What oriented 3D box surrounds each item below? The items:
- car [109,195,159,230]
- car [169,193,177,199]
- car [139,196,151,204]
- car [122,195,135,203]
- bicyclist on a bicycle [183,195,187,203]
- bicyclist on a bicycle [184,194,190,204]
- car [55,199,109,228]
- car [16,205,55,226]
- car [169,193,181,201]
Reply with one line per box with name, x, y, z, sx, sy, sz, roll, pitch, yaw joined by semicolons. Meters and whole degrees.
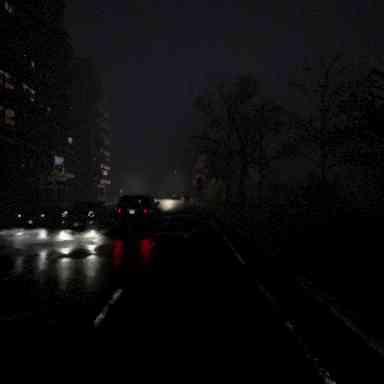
car;-3.306;1.177;20.723;2.150;2.045;5.566;0;0;-1
car;-5.483;1.130;94.323;1.882;1.535;5.008;0;0;-8
car;-8.772;1.456;62.439;1.895;1.301;4.718;0;0;-4
car;-12.150;1.330;63.914;1.882;1.535;5.008;0;0;-4
bicyclist on a bicycle;-1.299;1.304;62.038;0.582;1.620;1.656;0;0;-5
bicyclist on a bicycle;-0.667;1.245;53.350;0.659;1.776;1.843;0;0;-4
car;-6.781;1.306;21.549;2.097;1.767;4.553;0;0;-1
car;-10.052;1.553;22.826;1.895;1.301;4.718;0;0;-1
car;-3.790;1.329;79.421;2.128;1.511;4.902;0;0;-6
